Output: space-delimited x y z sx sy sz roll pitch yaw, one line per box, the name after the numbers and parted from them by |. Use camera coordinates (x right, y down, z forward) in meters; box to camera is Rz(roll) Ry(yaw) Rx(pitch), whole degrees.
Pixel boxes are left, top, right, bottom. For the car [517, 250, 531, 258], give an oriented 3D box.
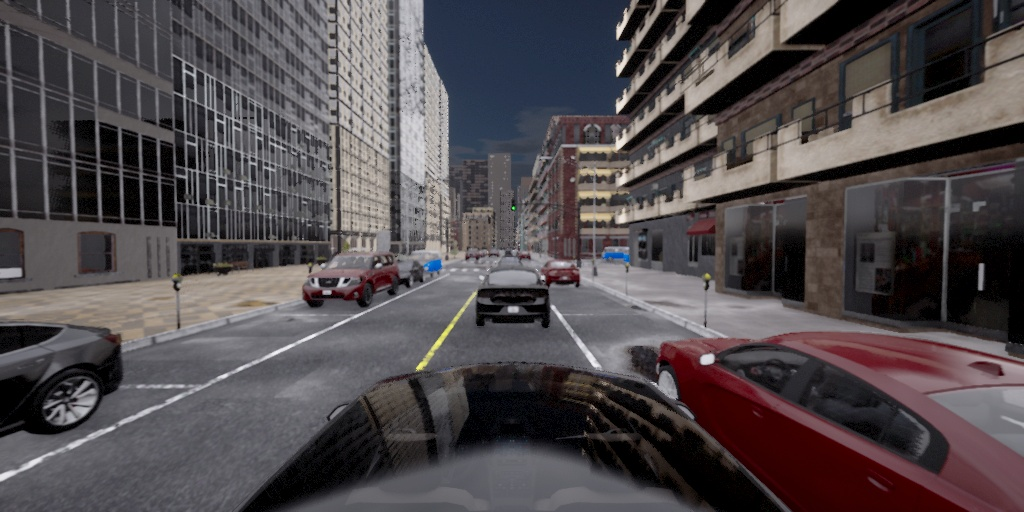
2.119 -0.066 57.260 1.888 1.381 4.507 0 0 -1 | car

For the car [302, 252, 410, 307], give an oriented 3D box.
-5.815 0.765 13.754 2.192 1.841 5.009 0 0 -1 | car

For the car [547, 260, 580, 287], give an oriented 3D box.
2.508 0.854 19.360 1.888 1.381 4.507 0 0 -1 | car

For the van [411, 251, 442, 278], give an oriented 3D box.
-5.929 0.519 24.796 1.690 1.789 3.998 0 0 -1 | van

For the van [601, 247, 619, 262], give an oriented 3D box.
13.278 -0.210 44.944 3.998 1.789 1.690 0 0 -1 | van

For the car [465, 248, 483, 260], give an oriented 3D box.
-6.261 -0.292 57.174 2.192 1.841 5.009 0 0 -1 | car

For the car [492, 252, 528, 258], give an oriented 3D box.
-0.159 0.671 26.912 2.033 1.411 5.357 0 1 -1 | car

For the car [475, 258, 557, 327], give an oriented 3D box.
0.007 1.004 10.650 1.882 1.535 5.008 0 1 -1 | car

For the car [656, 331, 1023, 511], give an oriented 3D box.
2.678 1.267 2.798 1.888 1.381 4.507 0 0 -1 | car

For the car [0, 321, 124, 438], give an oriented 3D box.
-5.701 1.292 2.713 1.948 1.339 4.313 0 0 -1 | car

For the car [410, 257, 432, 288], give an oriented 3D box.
-5.872 0.880 19.275 1.948 1.339 4.313 0 0 -1 | car

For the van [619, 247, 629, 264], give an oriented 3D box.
13.385 0.035 36.567 3.998 1.789 1.690 0 0 -1 | van
